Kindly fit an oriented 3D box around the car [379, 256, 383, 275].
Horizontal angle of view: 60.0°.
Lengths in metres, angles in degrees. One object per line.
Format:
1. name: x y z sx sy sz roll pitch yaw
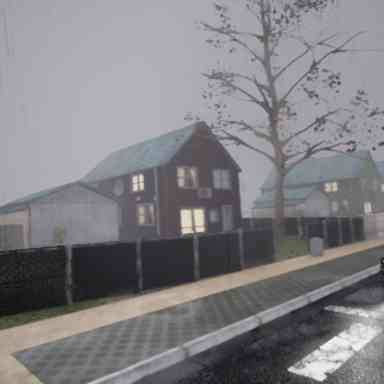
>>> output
1. car: 7.262 1.912 9.867 4.718 1.301 1.895 1 -6 -43
